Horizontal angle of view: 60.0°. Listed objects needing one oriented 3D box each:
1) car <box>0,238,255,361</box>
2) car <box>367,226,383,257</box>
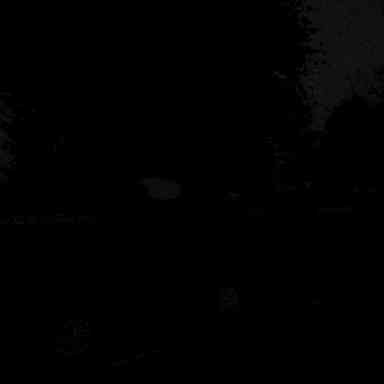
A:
[{"bbox_3d":[-0.864,1.573,5.945,4.507,1.381,1.887,1,0,-36],"label":"car"},{"bbox_3d":[8.306,1.691,12.486,4.507,1.381,1.887,1,0,-36],"label":"car"}]
